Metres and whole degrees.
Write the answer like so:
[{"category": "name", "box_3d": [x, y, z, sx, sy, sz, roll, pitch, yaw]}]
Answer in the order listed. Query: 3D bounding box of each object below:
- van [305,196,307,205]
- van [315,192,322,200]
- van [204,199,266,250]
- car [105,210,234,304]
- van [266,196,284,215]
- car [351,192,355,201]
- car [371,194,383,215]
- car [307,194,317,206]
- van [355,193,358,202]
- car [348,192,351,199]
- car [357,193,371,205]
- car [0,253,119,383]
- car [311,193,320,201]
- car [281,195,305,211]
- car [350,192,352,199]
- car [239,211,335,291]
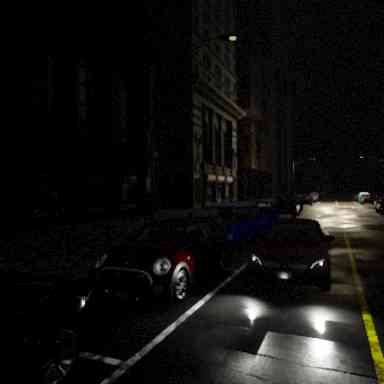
[{"category": "van", "box_3d": [10.469, 1.196, 34.076, 1.690, 1.788, 3.998, 0, 0, 23]}, {"category": "van", "box_3d": [25.931, 1.039, 70.378, 1.690, 1.788, 3.998, -1, 0, 23]}, {"category": "van", "box_3d": [1.634, 1.299, 13.334, 1.690, 1.788, 3.998, 0, 0, 23]}, {"category": "car", "box_3d": [-0.574, 1.425, 8.149, 1.967, 1.590, 4.097, 0, 0, 23]}, {"category": "van", "box_3d": [3.843, 1.272, 18.520, 1.690, 1.788, 3.998, 0, 0, 23]}, {"category": "car", "box_3d": [33.779, 1.093, 67.048, 1.967, 1.590, 4.097, -1, 0, 23]}, {"category": "car", "box_3d": [18.317, 1.125, 30.749, 2.192, 1.841, 5.009, 0, 0, 23]}, {"category": "car", "box_3d": [17.097, 1.329, 49.634, 1.887, 1.381, 4.507, -1, 0, 23]}, {"category": "van", "box_3d": [29.361, 1.037, 56.676, 1.690, 1.788, 3.998, -1, 0, 23]}, {"category": "car", "box_3d": [38.198, 1.161, 77.418, 2.008, 1.369, 4.403, -1, 0, 23]}, {"category": "car", "box_3d": [27.220, 1.242, 51.648, 1.752, 1.417, 4.829, -1, 0, 23]}, {"category": "car", "box_3d": [-2.782, 1.578, 2.963, 1.947, 1.339, 4.313, 0, 0, 23]}, {"category": "car", "box_3d": [21.515, 1.307, 60.006, 1.947, 1.339, 4.313, -1, 0, 23]}, {"category": "car", "box_3d": [8.260, 1.194, 28.891, 2.192, 1.841, 5.009, 0, 0, 23]}, {"category": "car", "box_3d": [36.056, 1.157, 72.389, 1.752, 1.417, 4.829, -1, 0, 23]}, {"category": "car", "box_3d": [2.866, 1.485, 9.167, 1.812, 1.442, 4.674, 0, 0, 23]}]
